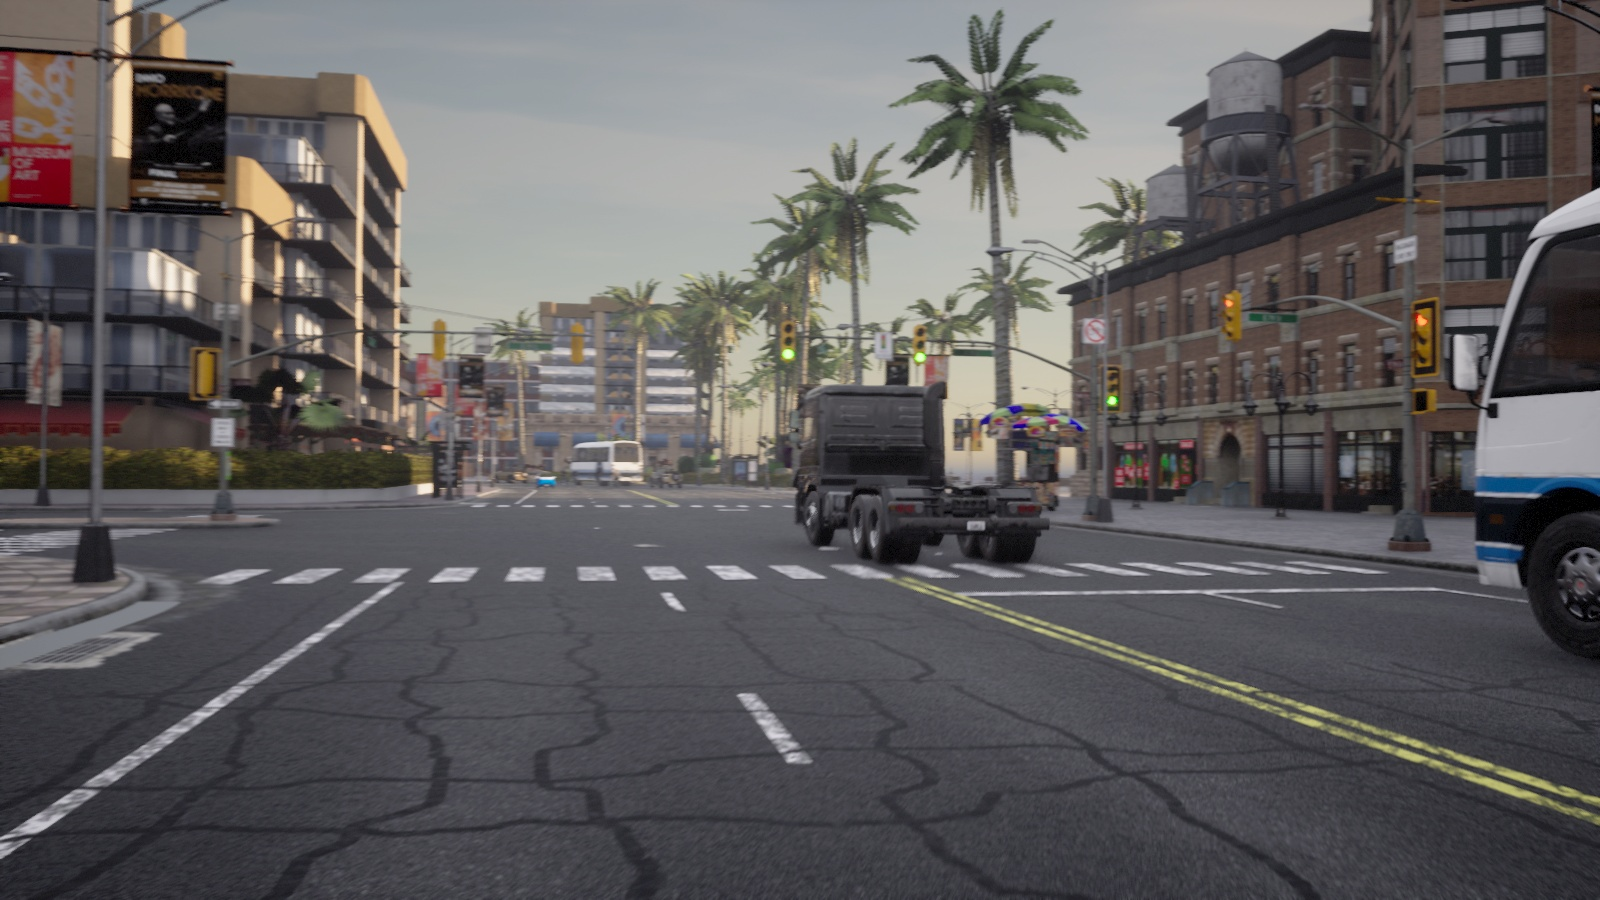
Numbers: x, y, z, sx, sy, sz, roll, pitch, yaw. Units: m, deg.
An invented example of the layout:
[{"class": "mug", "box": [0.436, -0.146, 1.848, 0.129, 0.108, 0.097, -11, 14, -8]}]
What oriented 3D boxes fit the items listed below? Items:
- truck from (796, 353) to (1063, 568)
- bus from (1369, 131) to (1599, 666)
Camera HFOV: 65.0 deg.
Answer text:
[{"class": "truck", "box": [2.132, 0.239, 24.379, 2.891, 3.462, 7.936, 0, -1, -12]}, {"class": "bus", "box": [8.696, -0.439, 8.148, 3.944, 4.253, 10.273, 0, -1, -10]}]
